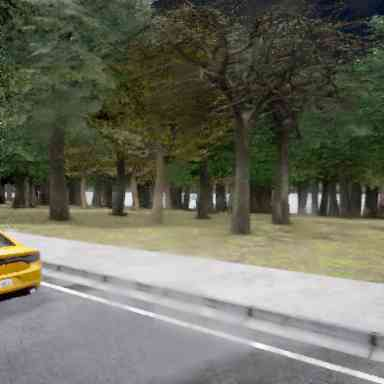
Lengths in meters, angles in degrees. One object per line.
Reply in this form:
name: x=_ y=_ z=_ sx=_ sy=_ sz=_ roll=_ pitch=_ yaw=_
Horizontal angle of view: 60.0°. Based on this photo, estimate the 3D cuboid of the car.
car: x=-5.350 y=1.474 z=7.371 sx=5.008 sy=1.535 sz=1.882 roll=0 pitch=0 yaw=35
